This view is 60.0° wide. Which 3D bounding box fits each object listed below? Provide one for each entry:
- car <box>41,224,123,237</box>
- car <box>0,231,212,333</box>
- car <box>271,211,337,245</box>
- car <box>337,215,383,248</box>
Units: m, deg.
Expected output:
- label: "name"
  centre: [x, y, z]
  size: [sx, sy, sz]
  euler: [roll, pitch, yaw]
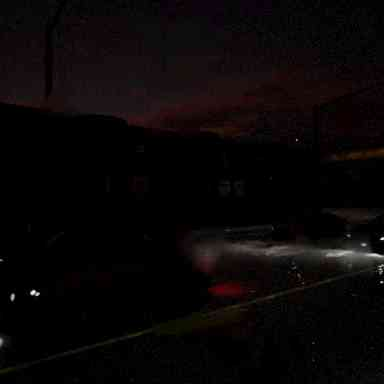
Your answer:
- label: "car"
  centre: [-3.619, 1.740, 9.998]
  size: [4.674, 1.442, 1.812]
  euler: [0, -1, -37]
- label: "car"
  centre: [-1.604, 1.712, 7.149]
  size: [4.181, 1.385, 1.994]
  euler: [0, -1, -37]
- label: "car"
  centre: [6.231, 1.765, 17.390]
  size: [5.008, 1.535, 1.882]
  euler: [1, -1, -37]
- label: "car"
  centre: [9.133, 1.775, 15.193]
  size: [5.357, 1.411, 2.033]
  euler: [0, -1, -37]
